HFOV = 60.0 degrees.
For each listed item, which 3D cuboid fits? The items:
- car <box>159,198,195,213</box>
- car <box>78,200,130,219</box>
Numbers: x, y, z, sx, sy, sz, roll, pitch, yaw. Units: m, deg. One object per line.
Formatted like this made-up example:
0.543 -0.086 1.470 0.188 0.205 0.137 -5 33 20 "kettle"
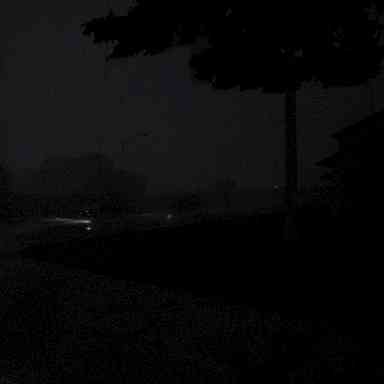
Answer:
-1.598 1.477 37.322 1.882 1.535 5.008 0 0 36 "car"
-7.561 1.504 29.028 1.837 1.490 4.892 0 0 36 "car"
